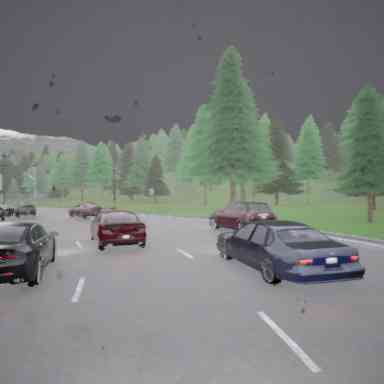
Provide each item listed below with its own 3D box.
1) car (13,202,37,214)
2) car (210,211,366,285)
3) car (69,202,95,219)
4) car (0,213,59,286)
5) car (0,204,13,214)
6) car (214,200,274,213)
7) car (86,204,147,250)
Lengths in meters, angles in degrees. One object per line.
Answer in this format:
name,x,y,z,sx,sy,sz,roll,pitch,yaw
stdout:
car,-17.520,1.785,34.136,2.128,1.511,4.902,-1,0,-42
car,2.330,1.515,9.500,2.033,1.411,5.357,-1,0,-15
car,-9.785,1.696,30.669,1.812,1.442,4.674,-1,0,-41
car,-5.024,1.589,9.351,1.837,1.490,4.892,0,0,-15
car,-17.776,1.786,29.187,2.128,1.511,4.902,-1,0,-42
car,2.785,1.317,18.793,2.097,1.767,4.553,-1,0,-24
car,-3.399,1.539,14.826,1.882,1.535,5.008,0,0,-22
